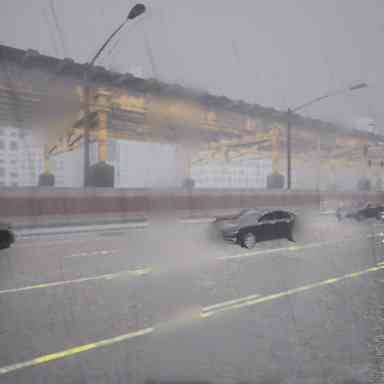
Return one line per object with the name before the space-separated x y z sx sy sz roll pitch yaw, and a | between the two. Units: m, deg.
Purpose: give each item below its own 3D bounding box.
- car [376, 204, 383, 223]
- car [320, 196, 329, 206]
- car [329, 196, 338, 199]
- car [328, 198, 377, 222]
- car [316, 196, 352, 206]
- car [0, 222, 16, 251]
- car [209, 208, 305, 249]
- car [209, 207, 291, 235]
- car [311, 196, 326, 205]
car | 15.227 1.586 23.321 4.718 1.301 1.895 0 0 -35
car | 18.829 1.424 49.766 2.038 1.542 4.974 0 0 18
car | 22.689 1.264 53.518 4.536 1.218 1.853 0 0 -7
car | 13.278 1.476 26.229 4.902 1.511 2.128 0 0 -35
car | 22.740 1.421 53.524 4.974 1.542 2.038 0 0 -7
car | -8.512 1.502 10.817 4.892 1.490 1.837 0 0 -35
car | 2.947 1.497 14.664 4.892 1.490 1.837 0 0 -35
car | 3.451 1.591 19.303 4.718 1.301 1.895 0 0 -35
car | 18.844 1.267 49.815 1.853 1.218 4.536 0 0 18
